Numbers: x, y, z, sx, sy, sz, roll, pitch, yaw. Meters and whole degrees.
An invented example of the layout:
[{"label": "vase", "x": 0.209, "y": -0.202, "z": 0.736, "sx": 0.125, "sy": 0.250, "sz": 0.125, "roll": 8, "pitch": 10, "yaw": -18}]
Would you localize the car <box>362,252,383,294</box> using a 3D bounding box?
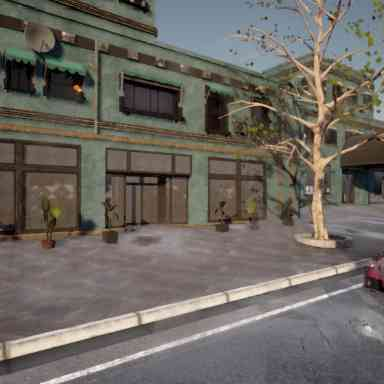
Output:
[{"label": "car", "x": 5.697, "y": 1.565, "z": 7.476, "sx": 4.181, "sy": 1.385, "sz": 1.994, "roll": 0, "pitch": 0, "yaw": -36}]
